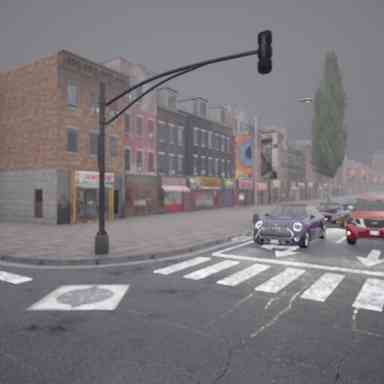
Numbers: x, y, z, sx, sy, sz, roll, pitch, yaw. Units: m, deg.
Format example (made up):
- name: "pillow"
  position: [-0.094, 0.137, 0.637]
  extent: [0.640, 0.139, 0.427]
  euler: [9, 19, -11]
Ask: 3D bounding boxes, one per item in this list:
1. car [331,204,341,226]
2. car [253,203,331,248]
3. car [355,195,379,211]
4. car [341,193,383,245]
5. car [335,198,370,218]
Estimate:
- name: "car"
  position: [9.227, 1.473, 21.903]
  extent: [1.994, 1.385, 4.181]
  euler: [0, 0, 34]
- name: "car"
  position: [4.442, 1.326, 14.756]
  extent: [2.097, 1.767, 4.553]
  euler: [0, 0, 34]
- name: "car"
  position: [20.103, 1.208, 38.113]
  extent: [1.837, 1.490, 4.892]
  euler: [0, 1, 34]
- name: "car"
  position: [8.402, 1.174, 14.846]
  extent: [2.150, 2.045, 5.566]
  euler: [0, 0, 33]
- name: "car"
  position: [14.396, 1.361, 29.586]
  extent: [2.033, 1.411, 5.357]
  euler: [0, 1, 34]
